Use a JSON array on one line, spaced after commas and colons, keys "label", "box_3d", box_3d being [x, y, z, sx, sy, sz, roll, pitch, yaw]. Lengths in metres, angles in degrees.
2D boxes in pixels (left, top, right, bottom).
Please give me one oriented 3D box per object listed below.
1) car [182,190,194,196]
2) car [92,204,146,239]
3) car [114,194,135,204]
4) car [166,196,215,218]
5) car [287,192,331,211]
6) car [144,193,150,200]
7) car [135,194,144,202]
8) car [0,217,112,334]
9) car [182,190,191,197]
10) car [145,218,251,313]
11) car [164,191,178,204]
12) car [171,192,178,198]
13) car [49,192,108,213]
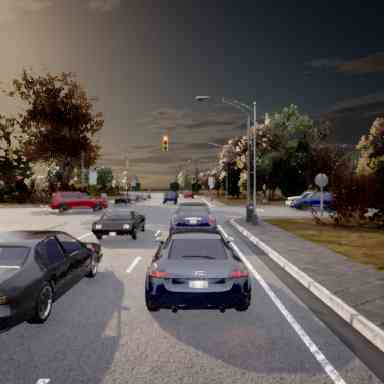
[{"label": "car", "box_3d": [-0.746, 0.569, 83.432, 2.150, 2.045, 5.566, 0, 1, -4]}, {"label": "car", "box_3d": [-3.471, 1.518, 16.669, 1.895, 1.301, 4.718, 0, 0, -1]}, {"label": "car", "box_3d": [-10.772, 1.271, 52.161, 1.895, 1.301, 4.718, 0, 0, 0]}, {"label": "car", "box_3d": [0.049, 1.272, 16.345, 2.097, 1.767, 4.553, 0, 0, 0]}, {"label": "car", "box_3d": [14.033, 0.995, 37.407, 5.566, 2.045, 2.150, 0, 0, -3]}, {"label": "car", "box_3d": [-10.820, 1.098, 71.219, 1.895, 1.301, 4.718, 0, 1, -1]}, {"label": "car", "box_3d": [-10.780, 1.091, 61.263, 2.128, 1.511, 4.902, 0, 0, 0]}, {"label": "car", "box_3d": [-3.414, 1.528, 7.024, 2.033, 1.411, 5.357, 0, 0, -1]}, {"label": "car", "box_3d": [-1.559, 0.396, 94.080, 2.097, 1.767, 4.553, 0, 1, -7]}, {"label": "car", "box_3d": [0.084, 1.541, 7.712, 1.994, 1.385, 4.181, 0, 0, -1]}, {"label": "car", "box_3d": [-3.564, 0.865, 55.855, 2.150, 2.045, 5.566, 0, 0, 0]}, {"label": "car", "box_3d": [-4.879, 0.788, 92.006, 1.994, 1.385, 4.181, 0, 1, -6]}, {"label": "car", "box_3d": [-11.488, 1.021, 33.856, 5.566, 2.045, 2.150, -1, 1, -24]}]
